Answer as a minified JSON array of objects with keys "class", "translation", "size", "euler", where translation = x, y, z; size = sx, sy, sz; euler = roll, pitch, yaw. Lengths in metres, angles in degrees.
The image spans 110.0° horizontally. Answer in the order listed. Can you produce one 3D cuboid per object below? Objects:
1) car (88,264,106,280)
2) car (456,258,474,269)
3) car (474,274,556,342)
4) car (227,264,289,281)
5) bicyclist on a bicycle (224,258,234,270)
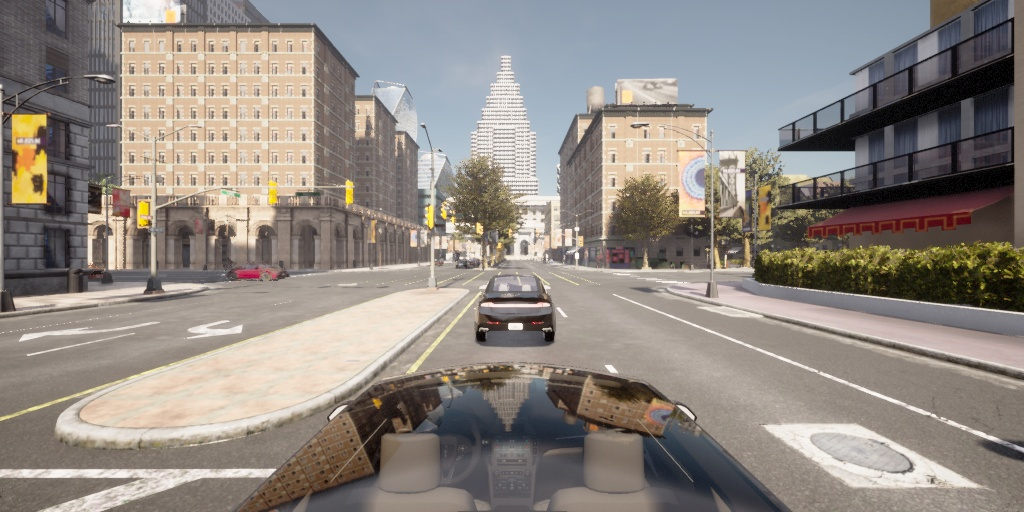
[{"class":"car","translation":[-36.018,1.101,29.267],"size":[4.553,1.767,2.097],"euler":[0,0,0]},{"class":"car","translation":[-8.002,1.241,58.564],"size":[2.128,1.511,4.902],"euler":[0,0,0]},{"class":"car","translation":[0.083,1.242,9.815],"size":[2.128,1.511,4.902],"euler":[0,0,0]},{"class":"car","translation":[-20.696,1.314,29.321],"size":[4.181,1.385,1.994],"euler":[0,0,0]},{"class":"bicyclist on a bicycle","translation":[-37.237,1.050,47.226],"size":[0.582,1.620,1.656],"euler":[0,0,0]}]
